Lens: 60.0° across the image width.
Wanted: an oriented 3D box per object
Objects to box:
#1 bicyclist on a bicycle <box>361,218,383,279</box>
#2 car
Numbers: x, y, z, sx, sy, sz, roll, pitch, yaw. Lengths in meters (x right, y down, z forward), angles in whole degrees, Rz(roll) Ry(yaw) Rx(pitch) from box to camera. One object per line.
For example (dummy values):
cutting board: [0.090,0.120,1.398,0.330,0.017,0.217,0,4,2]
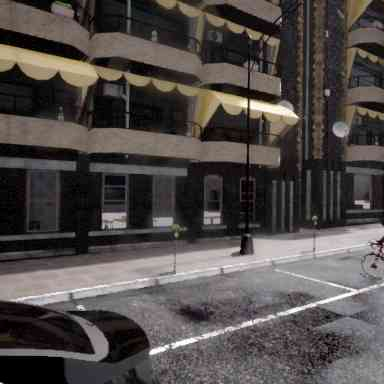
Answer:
bicyclist on a bicycle: [4.990,1.458,8.261,0.582,1.620,1.656,0,-2,-33]
car: [-2.431,1.504,1.533,4.892,1.490,1.837,0,0,-36]
